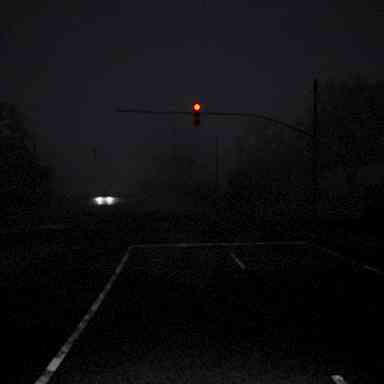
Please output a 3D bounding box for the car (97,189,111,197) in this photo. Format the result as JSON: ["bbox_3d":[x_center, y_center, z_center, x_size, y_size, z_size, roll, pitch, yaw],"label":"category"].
[{"bbox_3d":[-13.649,0.115,51.537,1.895,1.301,4.718,-1,2,-19],"label":"car"}]
